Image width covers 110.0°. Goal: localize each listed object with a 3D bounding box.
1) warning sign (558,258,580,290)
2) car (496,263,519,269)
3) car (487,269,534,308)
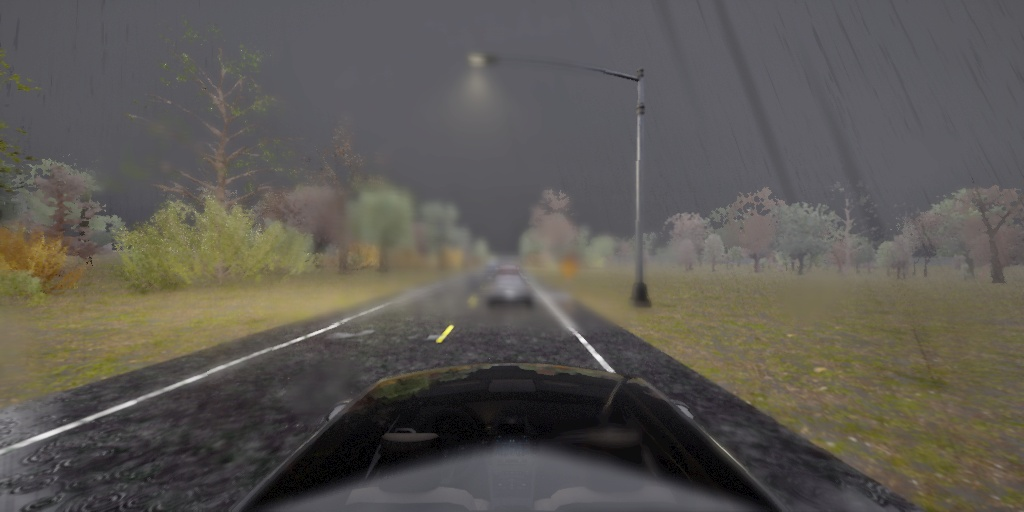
[{"bbox_3d":[3.441,1.050,21.640,1.300,1.860,1.060,0,0,0],"label":"warning sign"},{"bbox_3d":[-0.172,1.505,31.357,1.882,1.535,5.008,0,0,0],"label":"car"},{"bbox_3d":[-0.067,1.449,16.199,1.994,1.385,4.181,0,0,0],"label":"car"}]
